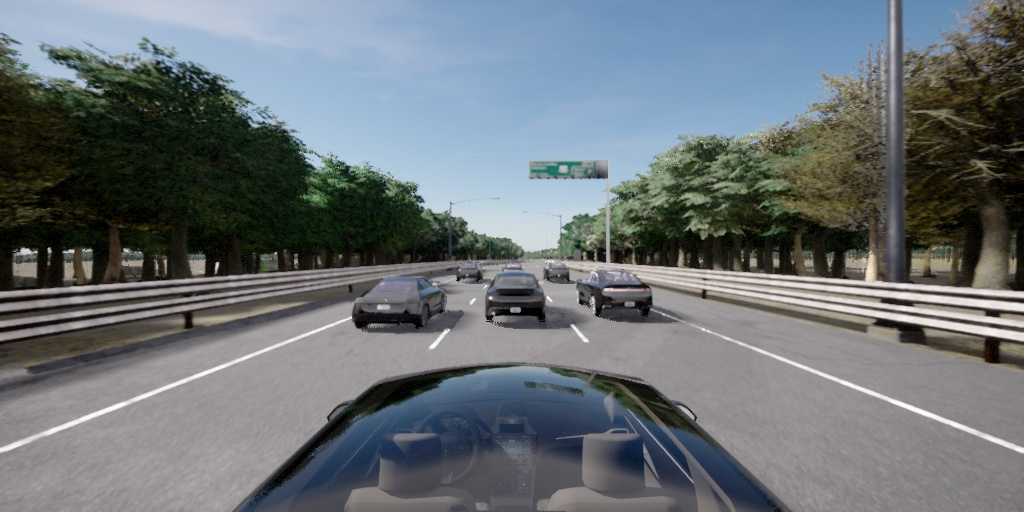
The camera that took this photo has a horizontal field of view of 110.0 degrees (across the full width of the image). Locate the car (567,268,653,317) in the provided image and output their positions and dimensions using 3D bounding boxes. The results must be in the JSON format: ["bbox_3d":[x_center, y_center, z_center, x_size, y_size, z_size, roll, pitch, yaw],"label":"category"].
[{"bbox_3d":[3.599,1.262,13.367,2.128,1.511,4.902,0,0,0],"label":"car"}]

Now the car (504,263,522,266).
[{"bbox_3d":[0.097,1.301,29.792,2.128,1.511,4.902,0,0,0],"label":"car"}]

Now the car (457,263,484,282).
[{"bbox_3d":[-3.403,1.301,29.761,2.128,1.511,4.902,0,0,0],"label":"car"}]

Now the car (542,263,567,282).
[{"bbox_3d":[3.598,1.301,29.753,2.128,1.511,4.902,0,0,0],"label":"car"}]

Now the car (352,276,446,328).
[{"bbox_3d":[-3.402,1.332,11.508,1.994,1.385,4.181,0,0,0],"label":"car"}]

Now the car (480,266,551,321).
[{"bbox_3d":[0.099,1.274,12.464,1.837,1.490,4.892,0,0,0],"label":"car"}]
